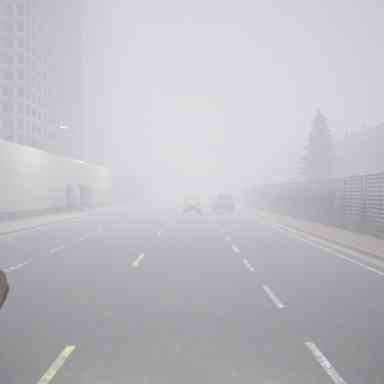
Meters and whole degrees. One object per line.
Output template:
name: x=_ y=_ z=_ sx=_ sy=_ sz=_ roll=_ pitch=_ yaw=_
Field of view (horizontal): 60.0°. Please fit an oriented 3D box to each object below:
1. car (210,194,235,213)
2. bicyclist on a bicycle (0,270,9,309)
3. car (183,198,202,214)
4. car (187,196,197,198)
car: x=3.505 y=1.222 z=37.293 sx=2.150 sy=2.045 sz=5.566 roll=0 pitch=0 yaw=1
bicyclist on a bicycle: x=-2.480 y=1.454 z=3.744 sx=0.582 sy=1.620 sz=1.656 roll=18 pitch=4 yaw=-10
car: x=0.041 y=1.601 z=35.173 sx=1.895 sy=1.301 sz=4.718 roll=0 pitch=0 yaw=0
car: x=-0.017 y=1.352 z=45.061 sx=2.097 sy=1.767 sz=4.553 roll=0 pitch=0 yaw=0
